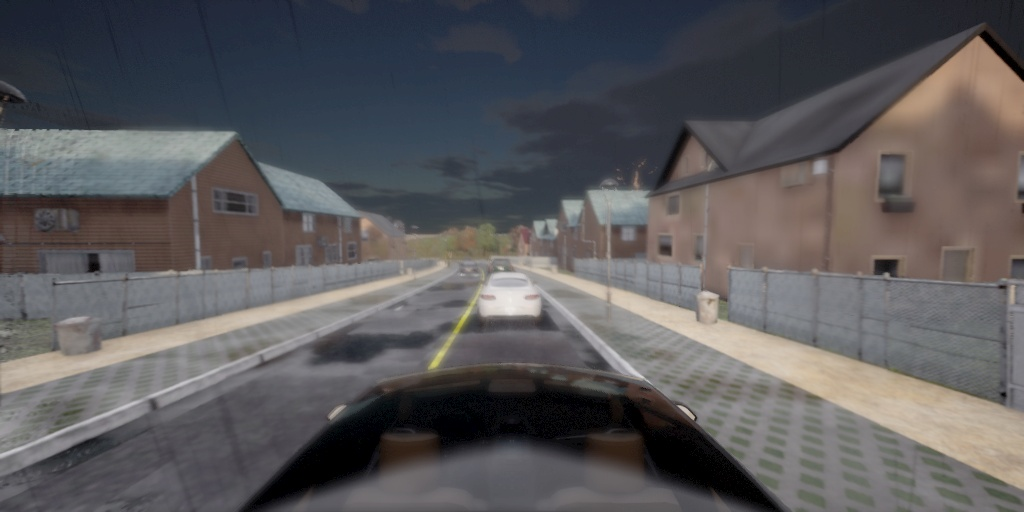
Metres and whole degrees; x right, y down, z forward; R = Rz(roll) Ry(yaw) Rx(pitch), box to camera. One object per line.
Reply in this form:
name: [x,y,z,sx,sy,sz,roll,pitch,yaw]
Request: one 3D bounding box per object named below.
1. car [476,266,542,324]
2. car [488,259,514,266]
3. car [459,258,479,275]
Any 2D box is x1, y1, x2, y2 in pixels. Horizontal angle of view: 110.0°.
car: [-0.092,1.241,11.758,1.812,1.442,4.674,0,0,-1]
car: [-0.925,1.022,29.542,2.097,1.767,4.553,0,0,-4]
car: [-4.591,1.197,38.877,1.812,1.442,4.674,0,0,-5]
